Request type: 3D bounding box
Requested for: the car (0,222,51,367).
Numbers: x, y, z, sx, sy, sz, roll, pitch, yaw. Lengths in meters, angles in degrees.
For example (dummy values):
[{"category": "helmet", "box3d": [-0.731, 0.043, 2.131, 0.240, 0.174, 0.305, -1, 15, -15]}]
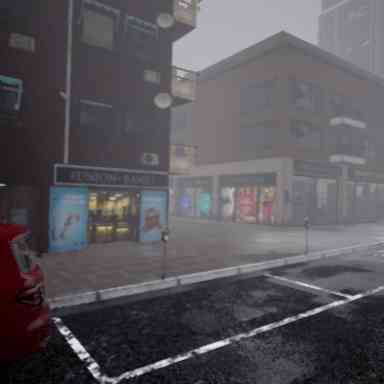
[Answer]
[{"category": "car", "box3d": [-4.031, 1.312, 3.188, 5.009, 1.841, 2.192, 0, 2, -35]}]
